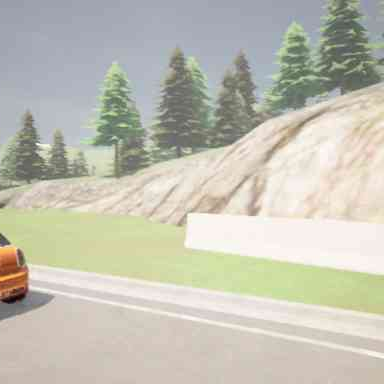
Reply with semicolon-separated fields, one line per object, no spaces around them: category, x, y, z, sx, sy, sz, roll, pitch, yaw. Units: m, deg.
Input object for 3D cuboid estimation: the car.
car;-5.436;1.323;6.593;4.553;1.767;2.097;0;1;28
